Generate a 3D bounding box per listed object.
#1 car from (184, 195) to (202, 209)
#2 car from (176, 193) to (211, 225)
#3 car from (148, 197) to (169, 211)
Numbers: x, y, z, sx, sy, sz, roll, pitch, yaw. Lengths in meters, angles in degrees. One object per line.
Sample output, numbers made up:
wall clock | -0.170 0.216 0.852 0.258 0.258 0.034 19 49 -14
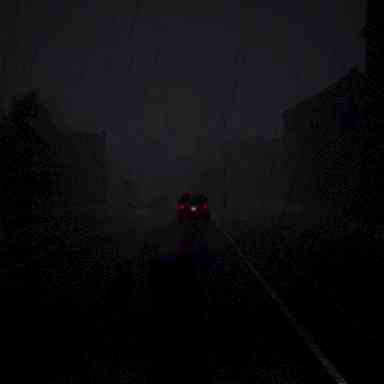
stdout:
car | 0.104 1.217 40.994 2.128 1.511 4.902 0 1 0
car | 0.102 1.099 23.060 2.150 2.045 5.566 0 1 0
car | -3.588 1.251 36.421 1.882 1.535 5.008 0 1 0
